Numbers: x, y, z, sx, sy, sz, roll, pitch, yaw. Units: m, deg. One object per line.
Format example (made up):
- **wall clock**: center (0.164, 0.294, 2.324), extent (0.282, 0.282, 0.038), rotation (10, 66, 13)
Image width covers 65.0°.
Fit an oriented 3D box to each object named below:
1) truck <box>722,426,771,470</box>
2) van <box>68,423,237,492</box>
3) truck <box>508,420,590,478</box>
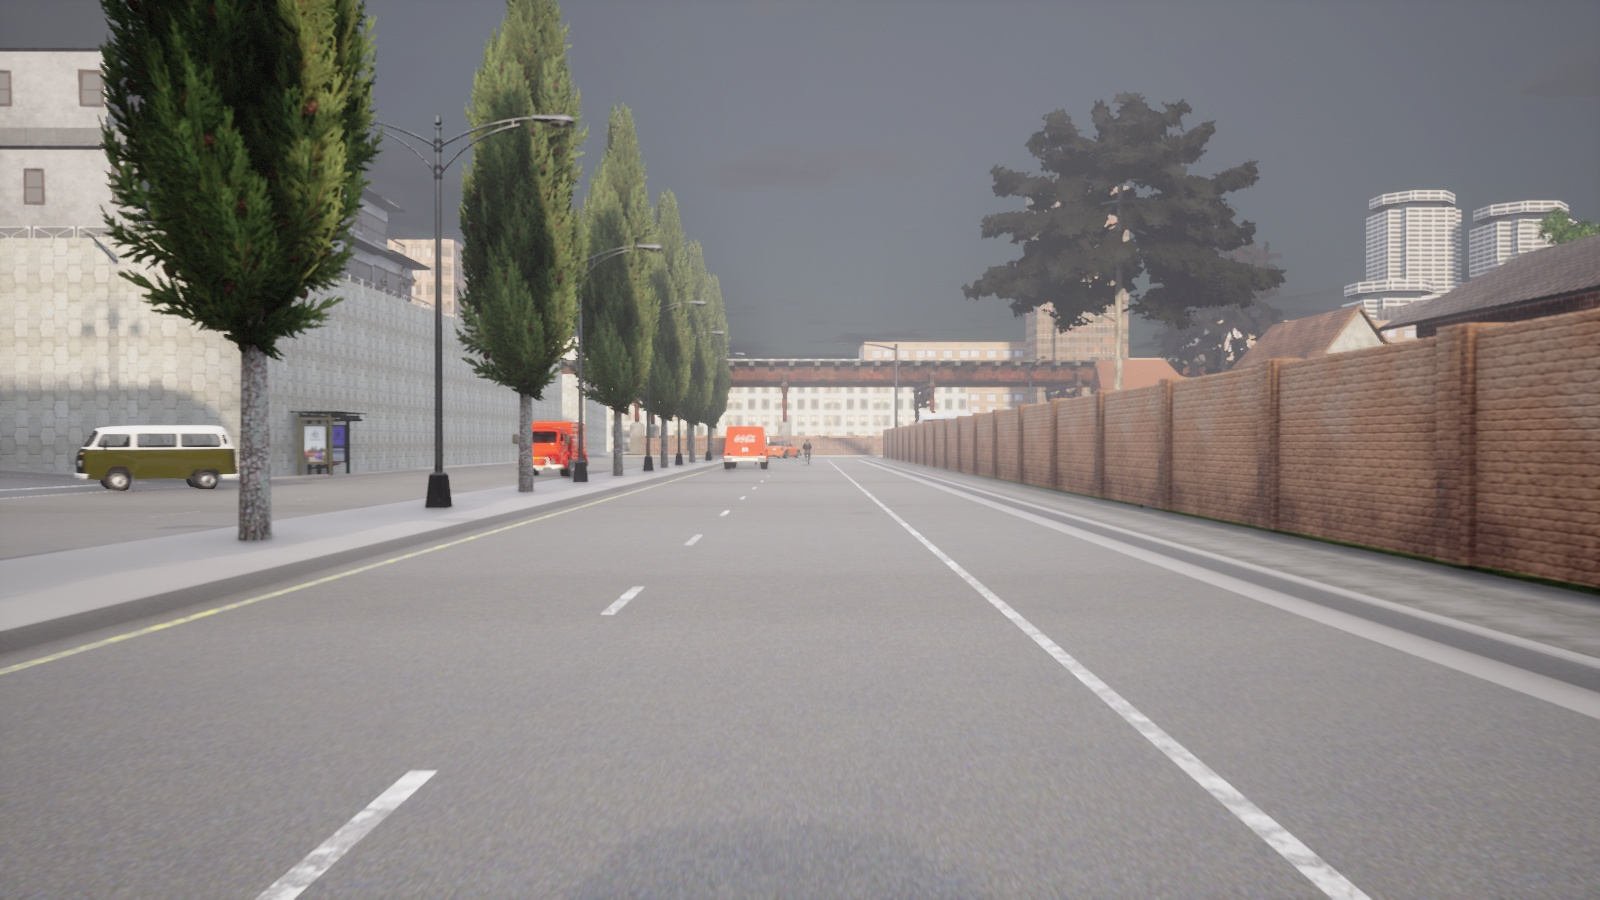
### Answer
- **truck**: center (-3.069, -0.155, 73.073), extent (2.627, 2.467, 5.204), rotation (0, 0, 0)
- **van**: center (-20.212, 0.203, 39.253), extent (4.480, 2.038, 2.069), rotation (0, 2, -34)
- **truck**: center (-11.164, -0.066, 56.270), extent (2.627, 2.467, 5.204), rotation (0, 0, 0)
